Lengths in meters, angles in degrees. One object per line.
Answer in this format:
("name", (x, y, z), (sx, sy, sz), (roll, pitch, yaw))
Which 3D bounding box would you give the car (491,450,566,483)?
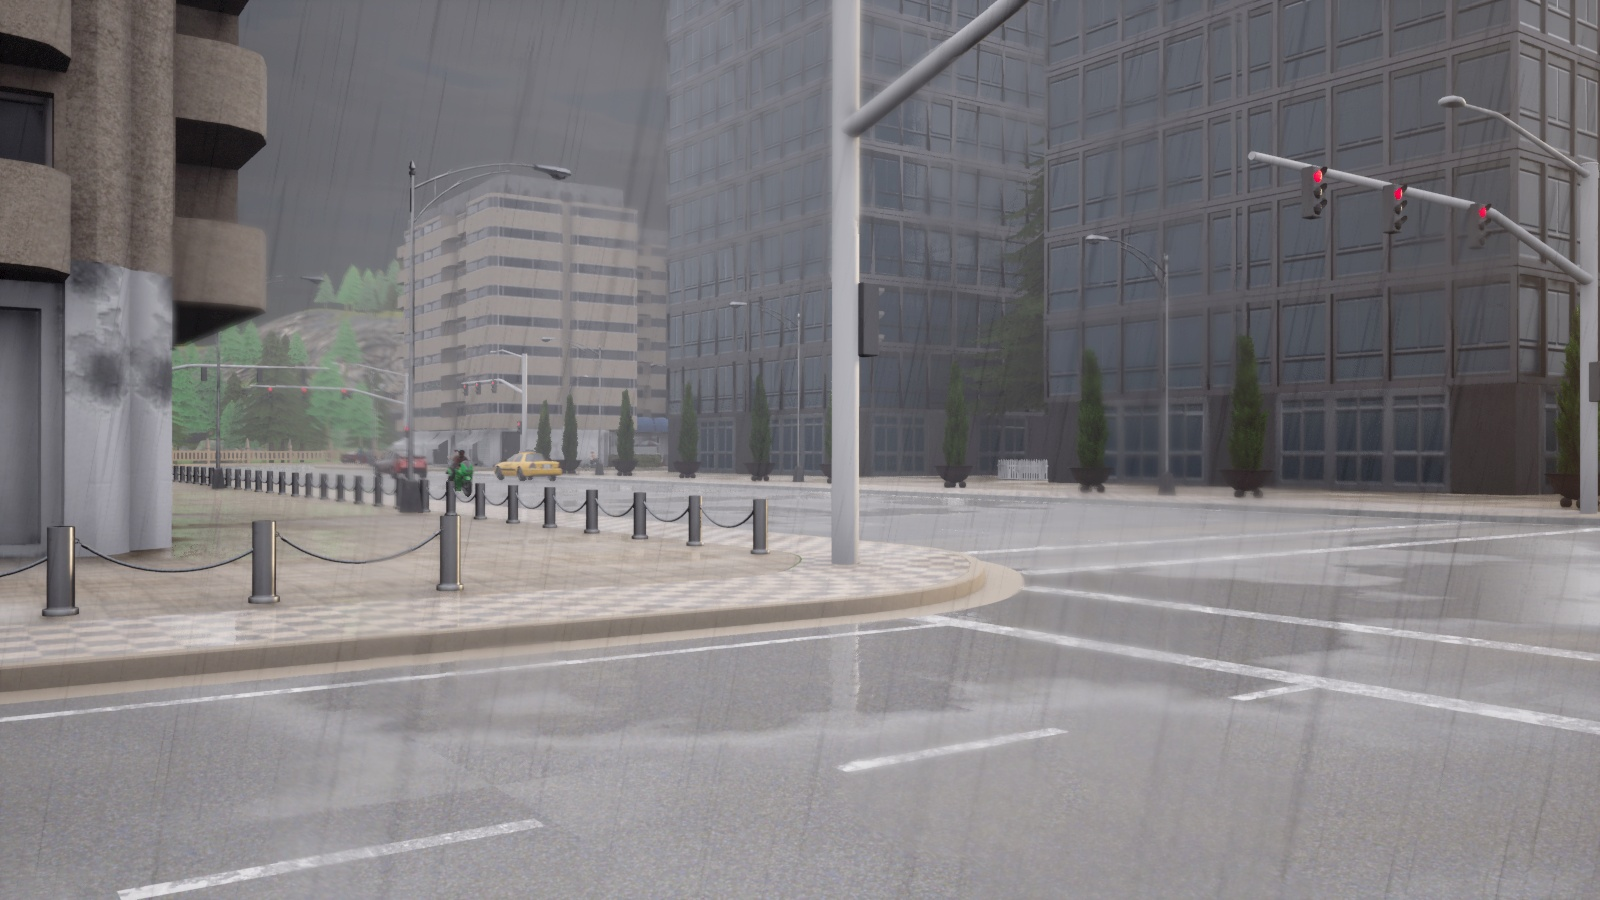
("car", (-13.670, 0.811, 62.991), (1.801, 1.575, 5.366), (0, 0, -34))

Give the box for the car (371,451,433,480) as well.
("car", (-21.780, 0.850, 68.660), (2.007, 1.525, 4.514), (0, 0, -34))

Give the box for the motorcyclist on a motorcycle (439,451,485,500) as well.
("motorcyclist on a motorcycle", (-10.843, 0.793, 40.231), (0.797, 1.523, 2.044), (0, 0, -34))
